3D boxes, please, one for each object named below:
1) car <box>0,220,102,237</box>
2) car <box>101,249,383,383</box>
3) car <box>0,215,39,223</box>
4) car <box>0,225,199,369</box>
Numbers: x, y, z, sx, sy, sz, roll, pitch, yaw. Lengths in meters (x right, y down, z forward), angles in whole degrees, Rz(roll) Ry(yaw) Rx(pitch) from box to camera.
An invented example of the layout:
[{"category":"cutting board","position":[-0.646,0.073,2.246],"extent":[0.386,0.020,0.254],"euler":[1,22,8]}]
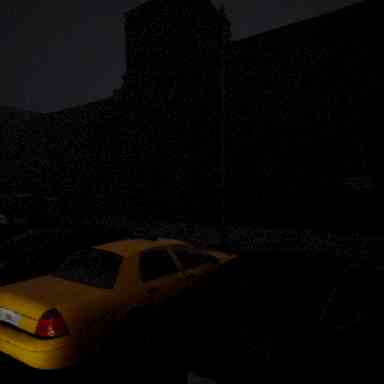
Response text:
[{"category":"car","position":[-3.089,1.515,7.527],"extent":[2.163,1.488,4.792],"euler":[0,0,36]},{"category":"car","position":[1.468,1.510,4.344],"extent":[2.163,1.488,4.792],"euler":[0,0,36]},{"category":"car","position":[-5.349,1.517,9.141],"extent":[2.163,1.488,4.792],"euler":[0,0,36]},{"category":"car","position":[-0.702,1.480,6.086],"extent":[1.946,1.575,5.366],"euler":[0,0,36]}]
